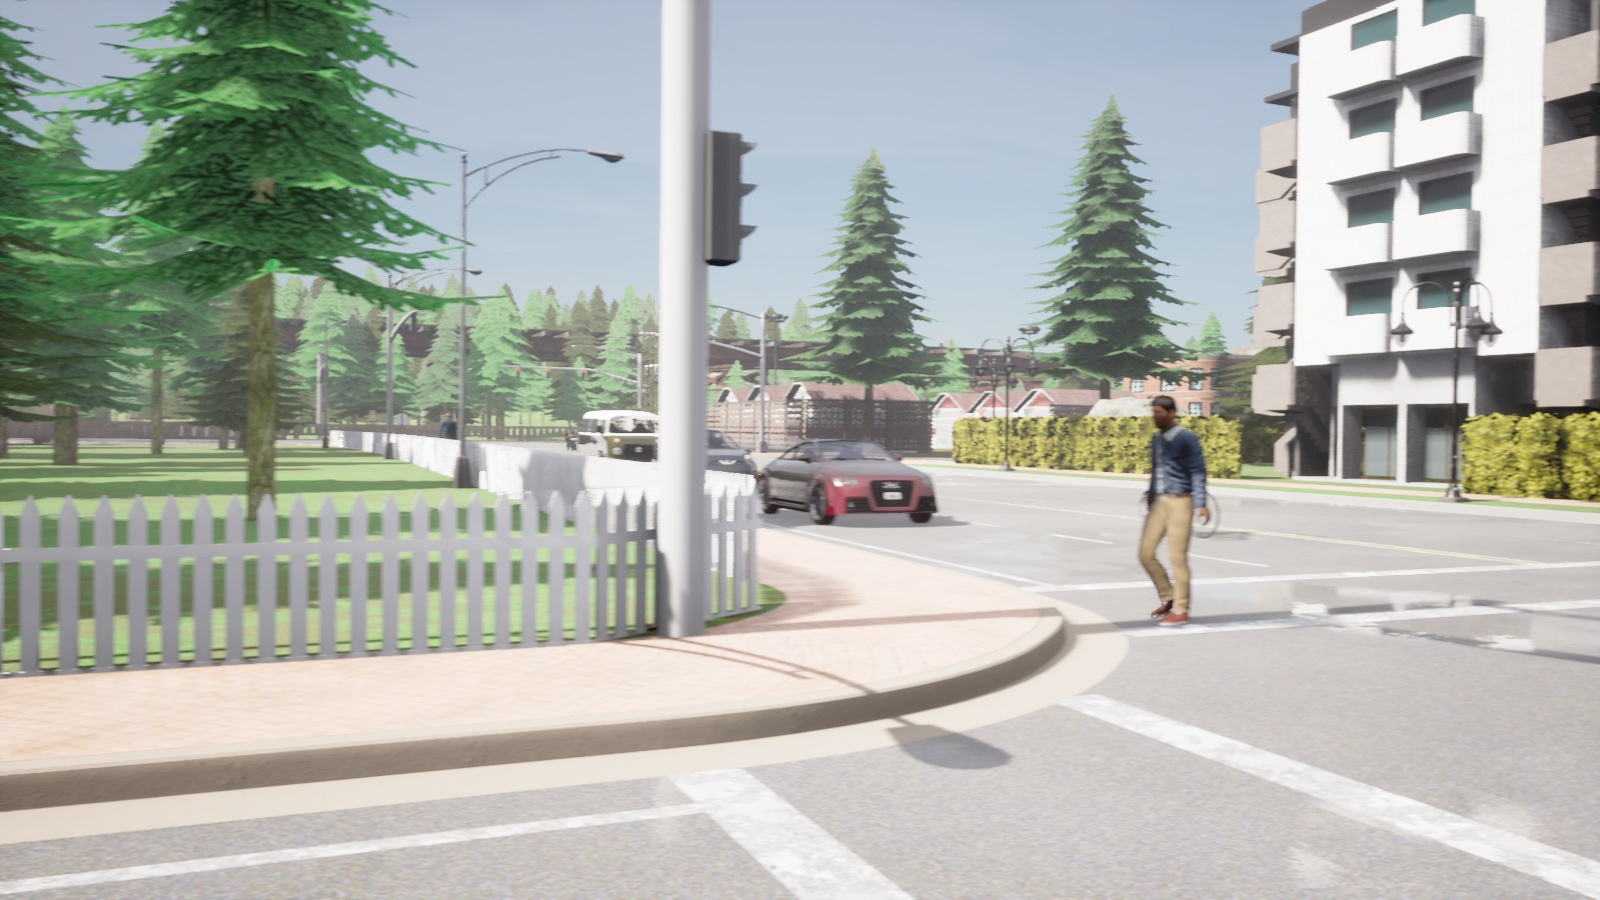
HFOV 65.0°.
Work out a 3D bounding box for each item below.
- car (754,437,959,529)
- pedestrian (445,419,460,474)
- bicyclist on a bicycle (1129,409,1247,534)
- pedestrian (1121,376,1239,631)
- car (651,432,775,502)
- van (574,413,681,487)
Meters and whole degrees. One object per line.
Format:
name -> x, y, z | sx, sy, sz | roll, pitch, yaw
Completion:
car -> 0.854, 0.489, 21.792 | 1.994, 1.385, 4.181 | -1, 1, -22
pedestrian -> -11.856, -0.132, 42.846 | 0.402, 1.842, 0.726 | -1, 1, -21
bicyclist on a bicycle -> 5.792, 0.292, 18.846 | 0.659, 1.776, 1.843 | -1, 1, -22
pedestrian -> 3.005, 0.399, 9.932 | 0.788, 1.949, 0.423 | -1, 1, -20
car -> -2.086, 0.348, 29.170 | 1.845, 1.501, 3.633 | -1, 1, -22
van -> -5.135, -0.038, 36.813 | 2.069, 2.038, 4.480 | -1, 1, -22
